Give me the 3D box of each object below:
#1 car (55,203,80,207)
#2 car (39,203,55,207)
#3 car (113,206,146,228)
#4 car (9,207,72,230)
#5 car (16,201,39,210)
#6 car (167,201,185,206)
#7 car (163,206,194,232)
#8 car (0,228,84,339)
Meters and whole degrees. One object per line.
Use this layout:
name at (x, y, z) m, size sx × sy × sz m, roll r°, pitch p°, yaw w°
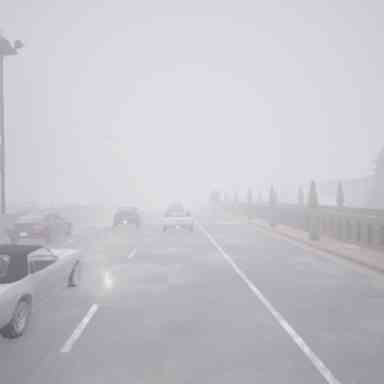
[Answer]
car at (-16.396, 2.114, 44.927) m, size 1.994 × 1.385 × 4.181 m, roll 0°, pitch -1°, yaw -3°
car at (-20.100, 2.264, 48.702) m, size 1.895 × 1.301 × 4.718 m, roll 0°, pitch -2°, yaw -3°
car at (-4.591, 1.770, 24.544) m, size 1.837 × 1.490 × 4.892 m, roll 0°, pitch -1°, yaw -3°
car at (-7.703, 1.742, 17.248) m, size 1.812 × 1.442 × 4.674 m, roll 0°, pitch -1°, yaw -3°
car at (-23.581, 2.033, 48.292) m, size 2.097 × 1.767 × 4.553 m, roll 0°, pitch -2°, yaw -3°
car at (-1.928, 1.901, 39.946) m, size 1.837 × 1.490 × 4.892 m, roll 0°, pitch -1°, yaw -3°
car at (-0.944, 1.817, 22.002) m, size 1.895 × 1.301 × 4.718 m, roll 0°, pitch -1°, yaw -3°
car at (-3.667, 1.687, 6.622) m, size 1.895 × 1.301 × 4.718 m, roll 0°, pitch -1°, yaw -2°
